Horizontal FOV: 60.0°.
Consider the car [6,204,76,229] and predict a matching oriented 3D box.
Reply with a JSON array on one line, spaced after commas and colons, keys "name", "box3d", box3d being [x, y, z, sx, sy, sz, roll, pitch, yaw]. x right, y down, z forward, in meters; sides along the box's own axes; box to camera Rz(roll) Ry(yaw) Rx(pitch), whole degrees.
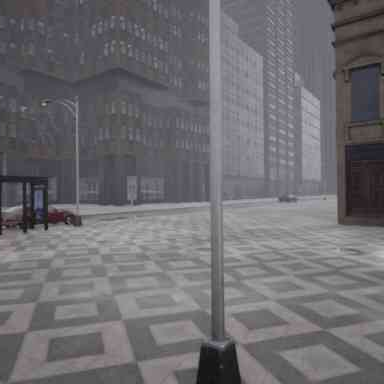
[{"name": "car", "box3d": [-9.330, 1.423, 20.314, 1.812, 1.442, 4.674, -1, 0, 35]}]

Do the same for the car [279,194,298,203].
[{"name": "car", "box3d": [16.446, 1.103, 56.507, 1.882, 1.535, 5.008, -1, 0, 35]}]
